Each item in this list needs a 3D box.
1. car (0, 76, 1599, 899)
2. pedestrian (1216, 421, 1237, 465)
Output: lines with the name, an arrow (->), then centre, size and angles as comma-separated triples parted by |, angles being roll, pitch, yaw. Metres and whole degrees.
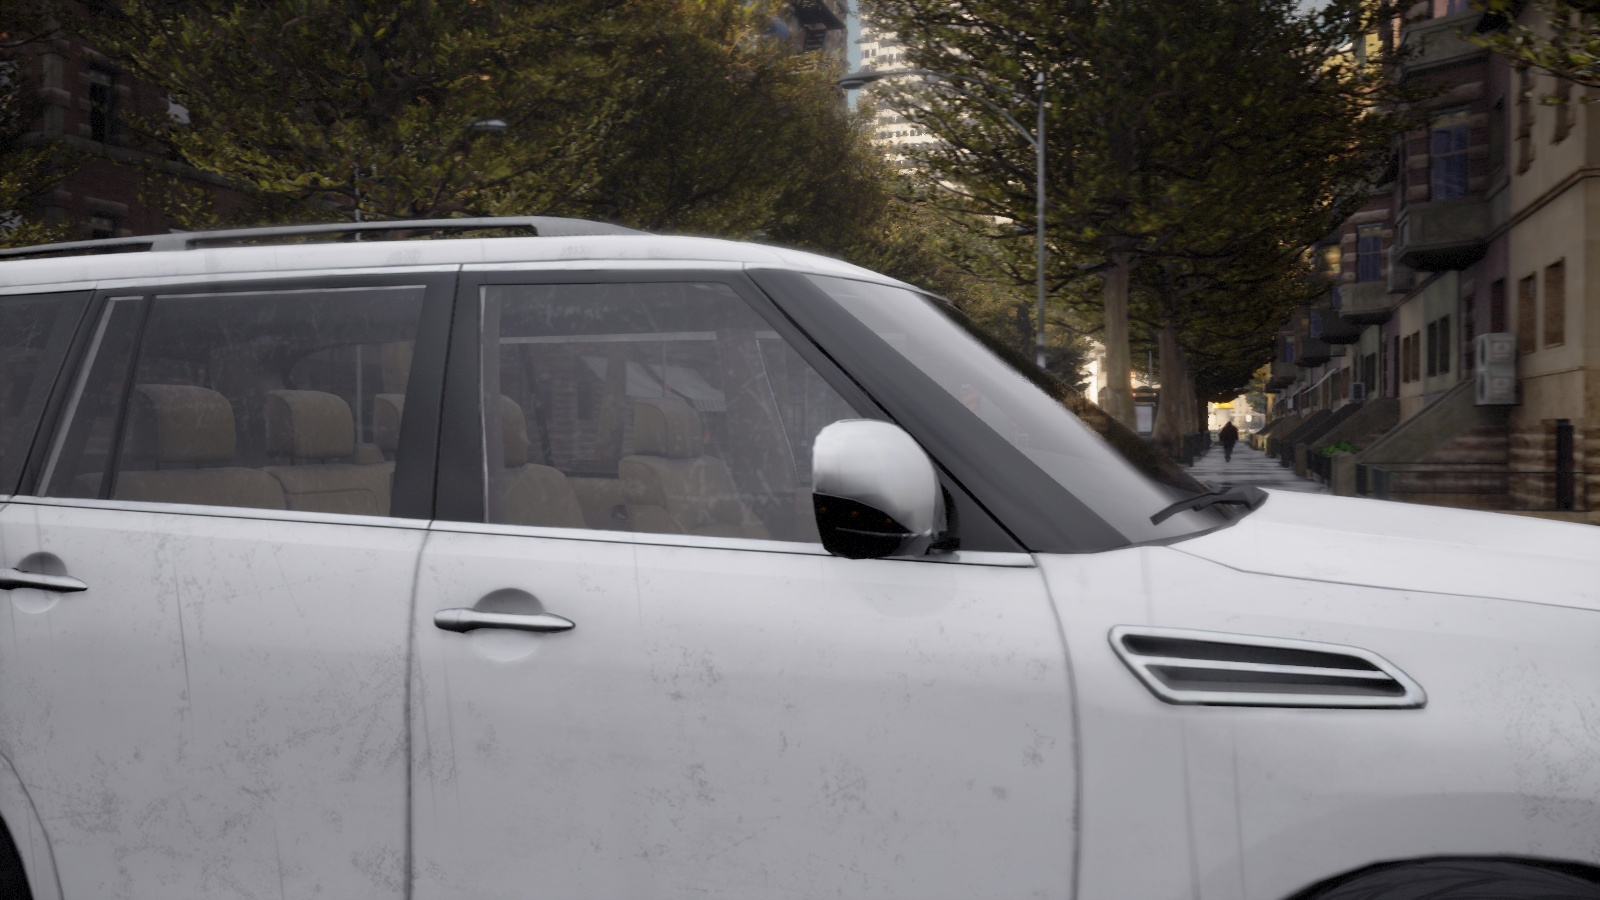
car -> -0.334, 0.491, 3.301 | 5.566, 2.045, 2.150 | 1, 1, 19
pedestrian -> 17.851, -0.291, 52.535 | 0.634, 1.844, 0.899 | 1, 1, 30
